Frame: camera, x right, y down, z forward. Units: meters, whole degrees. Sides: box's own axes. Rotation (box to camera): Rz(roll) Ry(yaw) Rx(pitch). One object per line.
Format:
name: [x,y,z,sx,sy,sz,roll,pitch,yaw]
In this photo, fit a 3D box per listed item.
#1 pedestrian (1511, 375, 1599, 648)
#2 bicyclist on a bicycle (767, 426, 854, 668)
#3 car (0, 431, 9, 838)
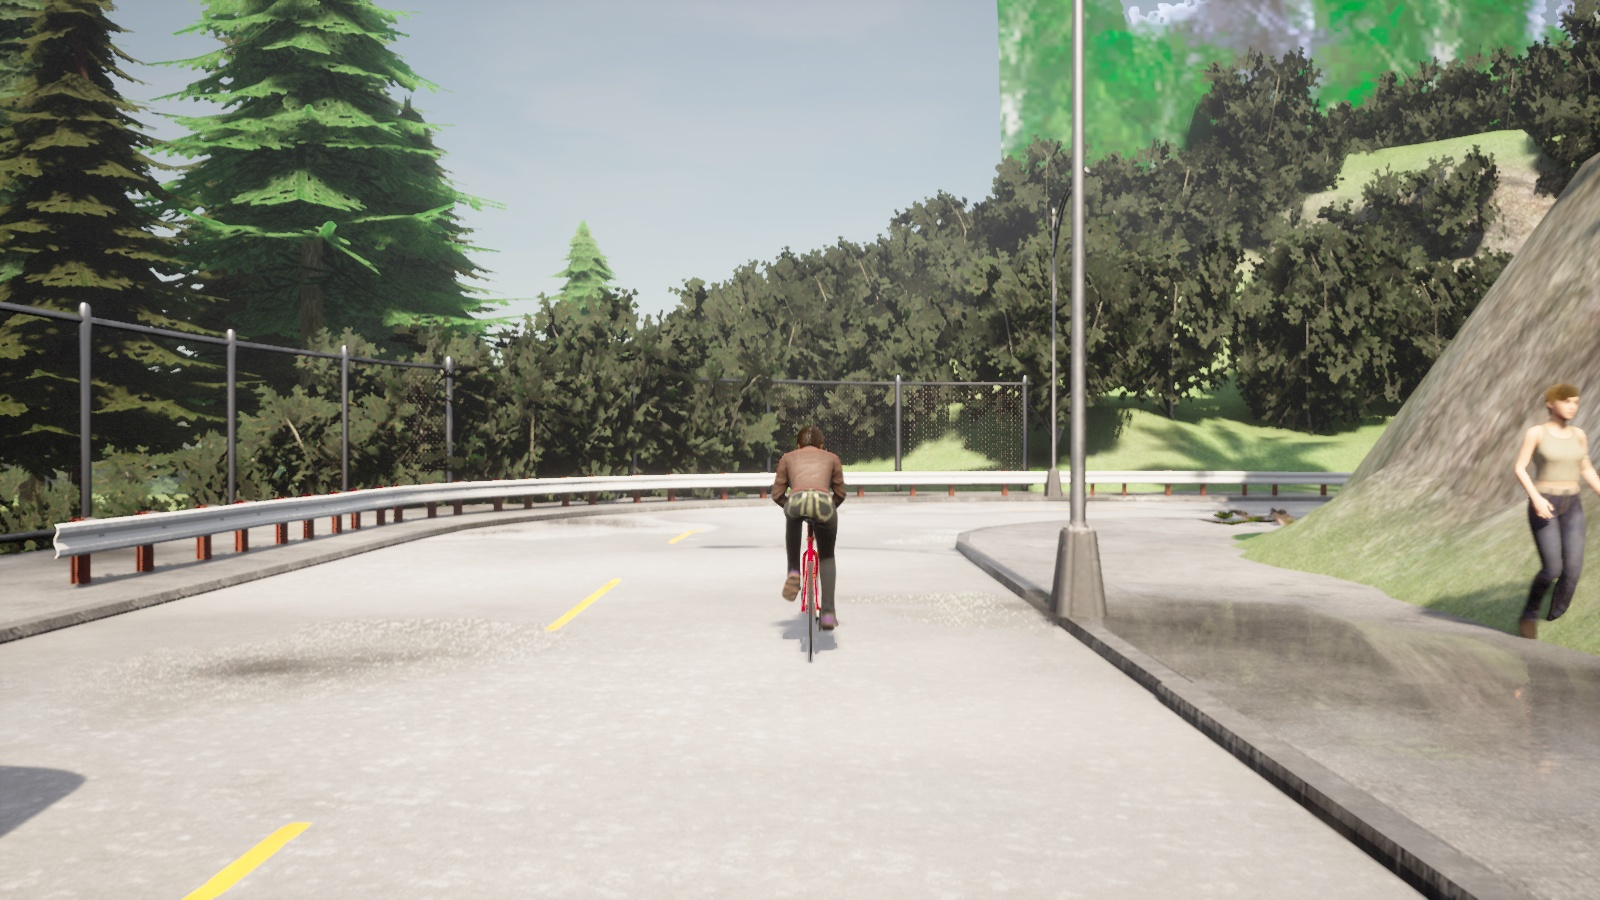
pedestrian: [5.299,0.414,8.749,0.345,1.836,0.594,0,0,-1]
bicyclist on a bicycle: [0.075,0.651,9.227,0.582,1.620,1.656,0,0,0]
car: [-3.970,0.709,2.281,1.882,1.535,5.008,0,0,0]
